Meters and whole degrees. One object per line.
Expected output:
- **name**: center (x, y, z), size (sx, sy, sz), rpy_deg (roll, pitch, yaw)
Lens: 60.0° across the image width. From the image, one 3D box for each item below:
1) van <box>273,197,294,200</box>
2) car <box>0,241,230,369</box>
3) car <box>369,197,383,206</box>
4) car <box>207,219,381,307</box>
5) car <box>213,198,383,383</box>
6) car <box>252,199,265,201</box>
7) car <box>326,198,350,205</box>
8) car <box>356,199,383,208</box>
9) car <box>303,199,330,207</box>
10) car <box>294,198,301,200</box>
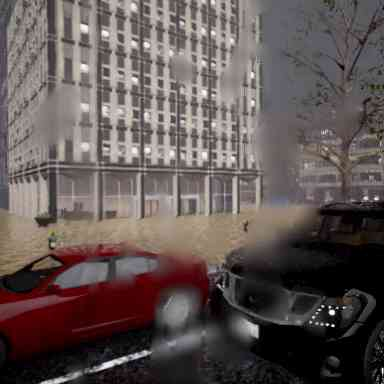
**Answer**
- **van**: center (19.003, 1.984, 70.707), size (1.690, 1.788, 3.998), rpy_deg (-2, 0, -36)
- **car**: center (-1.768, 1.543, 5.307), size (4.507, 1.381, 1.887), rpy_deg (0, 0, -36)
- **car**: center (35.690, 1.770, 62.230), size (1.967, 1.590, 4.097), rpy_deg (-2, 0, -36)
- **car**: center (2.732, 1.542, 8.518), size (4.403, 1.369, 2.008), rpy_deg (0, 0, -36)
- **car**: center (2.903, 1.215, 5.450), size (5.566, 2.045, 2.150), rpy_deg (0, 0, -36)
- **car**: center (17.295, 2.368, 87.403), size (1.802, 1.307, 4.206), rpy_deg (-2, 0, -36)
- **car**: center (30.429, 2.042, 69.411), size (1.802, 1.307, 4.206), rpy_deg (-2, 0, -36)
- **car**: center (30.009, 1.919, 55.351), size (2.008, 1.369, 4.403), rpy_deg (-2, 0, -36)
- **car**: center (23.927, 2.065, 63.823), size (1.887, 1.381, 4.507), rpy_deg (-2, 0, -36)
- **car**: center (23.830, 2.064, 78.386), size (1.967, 1.590, 4.097), rpy_deg (-2, 0, -36)
